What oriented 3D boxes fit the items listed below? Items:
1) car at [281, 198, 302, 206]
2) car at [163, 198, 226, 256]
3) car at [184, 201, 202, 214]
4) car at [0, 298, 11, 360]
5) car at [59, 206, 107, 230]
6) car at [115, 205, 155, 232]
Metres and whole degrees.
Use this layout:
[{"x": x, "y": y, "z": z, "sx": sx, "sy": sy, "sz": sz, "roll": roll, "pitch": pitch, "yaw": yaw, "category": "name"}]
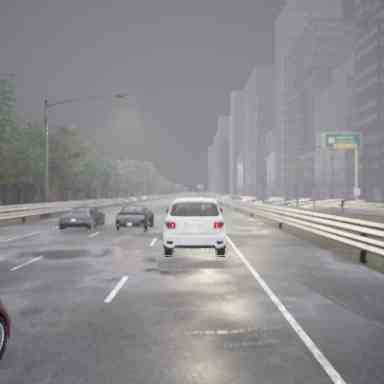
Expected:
[{"x": 18.049, "y": 1.806, "z": 60.645, "sx": 2.128, "sy": 1.511, "sz": 4.902, "roll": 0, "pitch": 0, "yaw": -18, "category": "car"}, {"x": 0.090, "y": 1.249, "z": 13.327, "sx": 2.150, "sy": 2.045, "sz": 5.566, "roll": 0, "pitch": 0, "yaw": 0, "category": "car"}, {"x": 0.082, "y": 1.687, "z": 37.772, "sx": 1.895, "sy": 1.301, "sz": 4.718, "roll": 0, "pitch": 0, "yaw": 0, "category": "car"}, {"x": -3.402, "y": 1.531, "z": 2.651, "sx": 1.812, "sy": 1.442, "sz": 4.674, "roll": 0, "pitch": 0, "yaw": 0, "category": "car"}, {"x": -6.911, "y": 1.610, "z": 21.379, "sx": 1.994, "sy": 1.385, "sz": 4.181, "roll": 0, "pitch": 0, "yaw": 0, "category": "car"}, {"x": -3.412, "y": 1.538, "z": 20.544, "sx": 2.128, "sy": 1.511, "sz": 4.902, "roll": 0, "pitch": 0, "yaw": 0, "category": "car"}]
